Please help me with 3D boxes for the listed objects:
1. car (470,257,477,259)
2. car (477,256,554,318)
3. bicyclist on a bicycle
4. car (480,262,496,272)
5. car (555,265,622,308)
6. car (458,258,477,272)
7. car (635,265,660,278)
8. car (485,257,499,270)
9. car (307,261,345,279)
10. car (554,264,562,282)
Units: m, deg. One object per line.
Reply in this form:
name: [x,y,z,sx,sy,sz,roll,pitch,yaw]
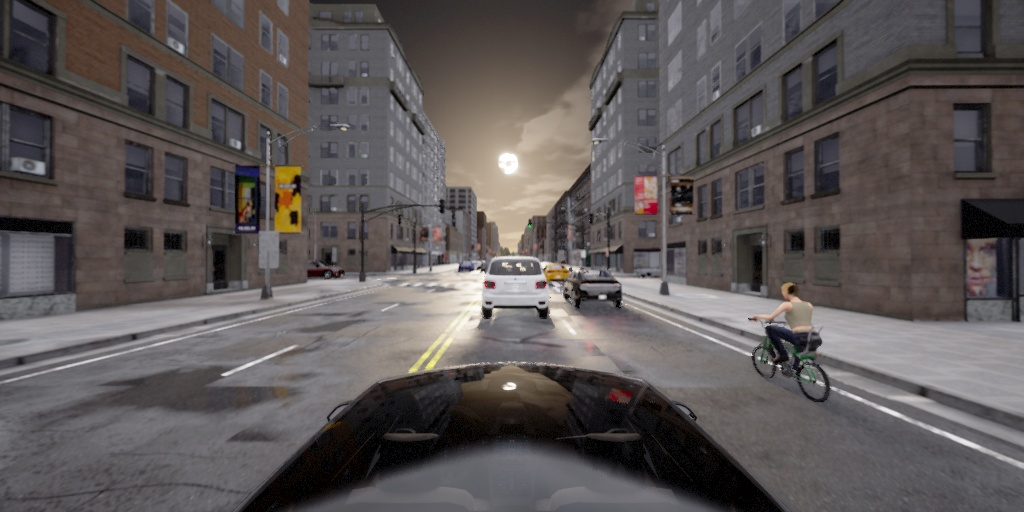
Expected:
car: [-6.545,1.258,61.668,2.150,2.045,5.566,0,0,1]
car: [0.106,1.027,13.434,2.150,2.045,5.566,0,0,0]
bicyclist on a bicycle: [4.136,1.203,5.411,0.866,1.612,1.509,0,0,0]
car: [-3.325,1.549,50.705,1.994,1.385,4.181,0,0,0]
car: [3.350,1.306,15.642,2.128,1.511,4.902,0,0,0]
car: [-6.580,1.467,51.722,1.882,1.535,5.008,0,0,0]
car: [15.060,1.564,36.288,4.718,1.301,1.895,0,0,1]
car: [-3.308,1.250,60.047,2.150,2.045,5.566,0,0,0]
car: [-18.095,1.229,33.490,4.553,1.767,2.097,0,0,0]
car: [3.335,1.353,28.250,1.882,1.535,5.008,0,0,0]
